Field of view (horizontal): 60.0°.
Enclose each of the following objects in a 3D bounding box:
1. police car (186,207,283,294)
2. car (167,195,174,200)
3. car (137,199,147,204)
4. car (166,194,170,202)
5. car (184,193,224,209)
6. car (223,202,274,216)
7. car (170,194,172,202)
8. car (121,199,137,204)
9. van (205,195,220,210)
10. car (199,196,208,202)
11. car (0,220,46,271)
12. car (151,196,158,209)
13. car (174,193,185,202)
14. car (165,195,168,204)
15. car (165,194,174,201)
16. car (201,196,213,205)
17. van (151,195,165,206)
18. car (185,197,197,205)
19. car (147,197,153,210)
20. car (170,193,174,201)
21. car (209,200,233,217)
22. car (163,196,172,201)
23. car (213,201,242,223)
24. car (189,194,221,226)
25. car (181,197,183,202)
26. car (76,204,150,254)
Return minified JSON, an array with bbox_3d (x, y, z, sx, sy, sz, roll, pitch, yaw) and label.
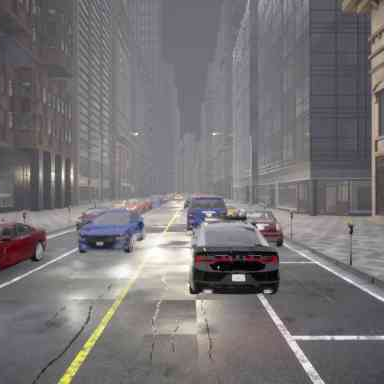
[{"bbox_3d":[0.880,1.426,8.898,1.930,1.638,5.238,0,0,0],"label":"police car"},{"bbox_3d":[-5.972,1.604,93.510,1.802,1.307,4.206,0,0,0],"label":"car"},{"bbox_3d":[-5.832,1.446,31.891,1.967,1.590,4.097,0,0,0],"label":"car"},{"bbox_3d":[-5.908,1.454,65.502,1.967,1.590,4.097,0,0,0],"label":"car"},{"bbox_3d":[0.778,1.226,18.810,2.150,2.045,5.566,0,0,-1],"label":"car"},{"bbox_3d":[2.732,1.442,15.112,1.967,1.590,4.097,0,0,0],"label":"car"},{"bbox_3d":[-5.921,1.581,71.103,1.947,1.339,4.313,0,0,0],"label":"car"},{"bbox_3d":[-5.819,1.530,26.119,1.752,1.417,4.829,0,0,0],"label":"car"},{"bbox_3d":[2.668,1.349,43.123,1.690,1.788,3.998,0,0,0],"label":"van"},{"bbox_3d":[2.591,1.561,76.735,1.887,1.381,4.507,0,0,0],"label":"car"},{"bbox_3d":[-5.781,1.546,9.484,1.887,1.381,4.507,0,0,0],"label":"car"},{"bbox_3d":[-5.857,1.553,43.095,1.887,1.381,4.507,0,0,0],"label":"car"},{"bbox_3d":[-3.178,1.494,78.485,1.882,1.535,5.008,0,0,0],"label":"car"},{"bbox_3d":[-5.896,1.594,59.900,1.802,1.307,4.206,0,0,0],"label":"car"},{"bbox_3d":[-5.958,1.335,87.909,2.192,1.841,5.009,0,0,0],"label":"car"},{"bbox_3d":[2.630,1.452,59.929,1.967,1.590,4.097,0,0,0],"label":"car"},{"bbox_3d":[-5.882,1.352,54.298,1.690,1.788,3.998,0,0,0],"label":"van"},{"bbox_3d":[-0.133,1.576,58.579,1.994,1.385,4.181,0,0,0],"label":"car"},{"bbox_3d":[-5.845,1.551,37.492,1.887,1.381,4.507,0,0,0],"label":"car"},{"bbox_3d":[-5.933,1.456,76.705,1.967,1.590,4.097,0,0,0],"label":"car"},{"bbox_3d":[2.693,1.550,31.919,1.887,1.381,4.507,0,0,0],"label":"car"},{"bbox_3d":[-5.947,1.584,82.306,1.947,1.339,4.313,0,0,0],"label":"car"},{"bbox_3d":[2.706,1.530,26.486,1.752,1.417,4.829,0,0,0],"label":"car"},{"bbox_3d":[0.844,1.229,24.819,2.150,2.045,5.566,0,0,0],"label":"car"},{"bbox_3d":[-0.080,1.573,45.267,1.994,1.385,4.181,0,0,0],"label":"car"},{"bbox_3d":[-3.132,1.479,13.779,1.882,1.535,5.008,0,0,0],"label":"car"}]
